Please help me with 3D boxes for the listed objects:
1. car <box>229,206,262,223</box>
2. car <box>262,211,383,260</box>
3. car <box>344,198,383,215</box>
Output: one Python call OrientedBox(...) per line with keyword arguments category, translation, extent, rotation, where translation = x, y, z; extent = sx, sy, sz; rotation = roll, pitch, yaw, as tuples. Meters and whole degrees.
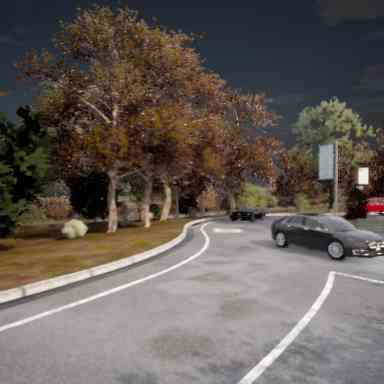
OrientedBox(category="car", translation=(4.747, 1.852, 28.225), extent=(1.895, 1.301, 4.718), rotation=(0, 0, 28))
OrientedBox(category="car", translation=(5.193, 1.645, 13.323), extent=(1.837, 1.490, 4.892), rotation=(1, 0, -25))
OrientedBox(category="car", translation=(20.287, 1.667, 37.643), extent=(5.566, 2.045, 2.150), rotation=(-1, -1, 3))
